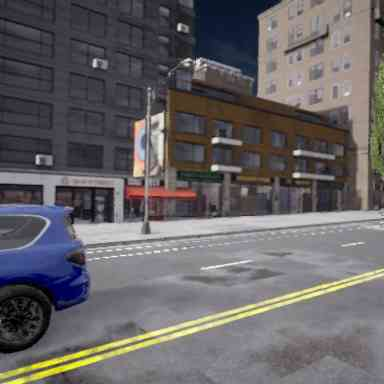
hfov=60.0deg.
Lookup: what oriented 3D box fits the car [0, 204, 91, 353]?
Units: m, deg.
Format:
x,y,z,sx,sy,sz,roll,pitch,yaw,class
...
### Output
x,y,z,sx,sy,sz,roll,pitch,yaw,class
-4.286,1.222,4.618,5.566,2.045,2.150,0,0,-35,car
